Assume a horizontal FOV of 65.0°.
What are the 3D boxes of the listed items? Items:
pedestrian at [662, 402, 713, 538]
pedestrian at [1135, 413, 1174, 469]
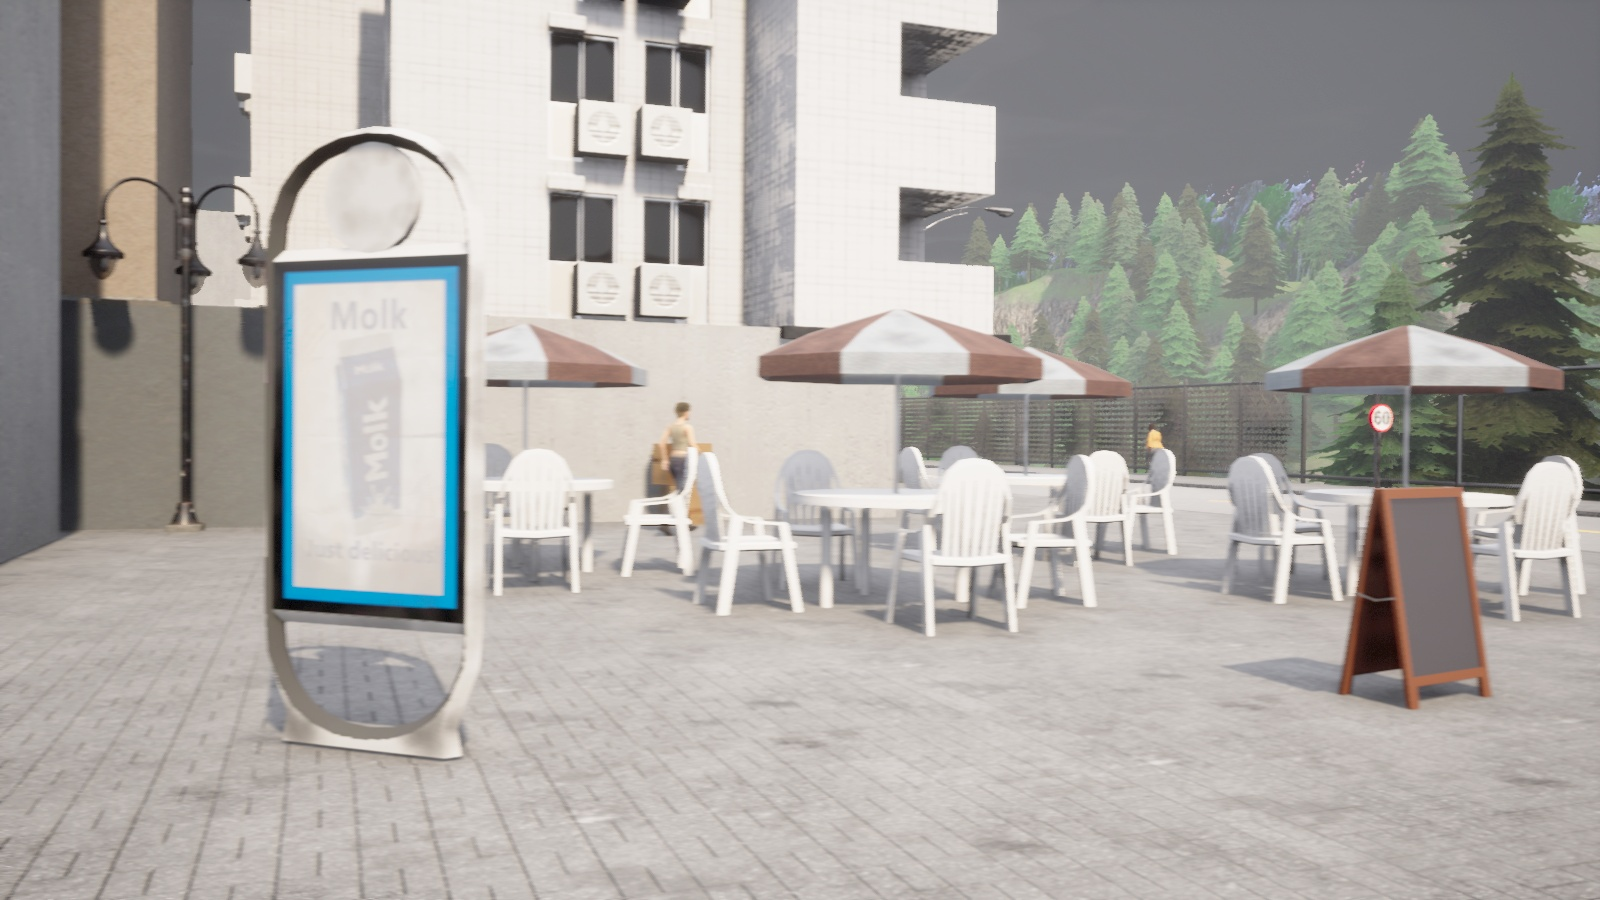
[{"bbox_3d":[-1.549,0.263,17.291,0.594,1.836,0.345,-1,1,-42],"label":"pedestrian"},{"bbox_3d":[12.038,-0.316,42.673,0.874,1.855,0.900,-1,1,-22],"label":"pedestrian"}]
